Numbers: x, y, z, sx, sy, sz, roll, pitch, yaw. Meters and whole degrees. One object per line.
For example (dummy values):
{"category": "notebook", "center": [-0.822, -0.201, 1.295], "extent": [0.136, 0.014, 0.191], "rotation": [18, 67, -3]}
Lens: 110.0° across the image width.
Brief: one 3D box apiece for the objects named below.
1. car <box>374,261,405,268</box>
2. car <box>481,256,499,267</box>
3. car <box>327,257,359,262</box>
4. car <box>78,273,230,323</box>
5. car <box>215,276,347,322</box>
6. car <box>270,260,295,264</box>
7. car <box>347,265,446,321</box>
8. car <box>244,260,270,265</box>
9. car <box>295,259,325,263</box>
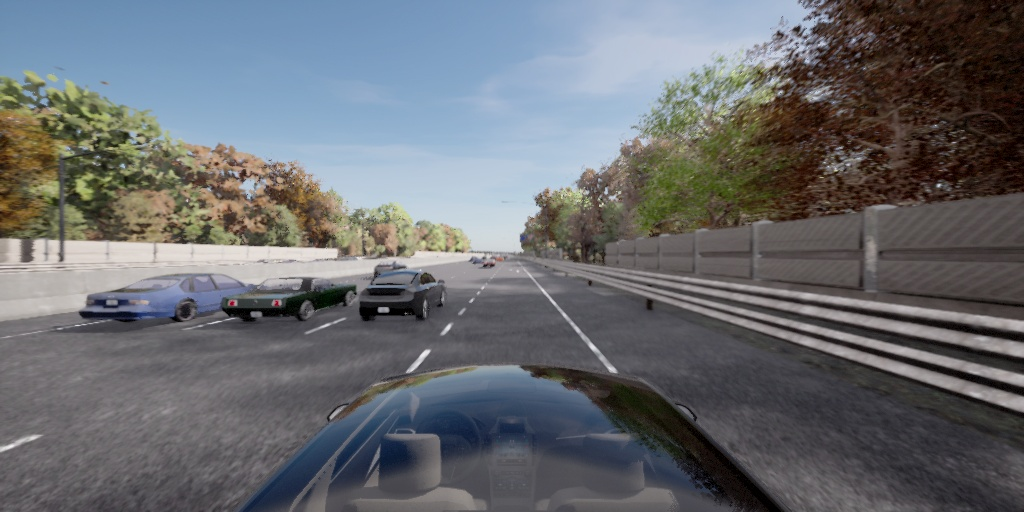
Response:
{"category": "car", "center": [-10.511, 1.133, 31.525], "extent": [2.128, 1.511, 4.902], "rotation": [0, 0, 0]}
{"category": "car", "center": [-3.519, 1.151, 57.631], "extent": [1.895, 1.301, 4.718], "rotation": [0, 0, 0]}
{"category": "car", "center": [-21.065, 0.941, 45.700], "extent": [2.097, 1.767, 4.553], "rotation": [0, 0, 0]}
{"category": "car", "center": [-10.503, 1.259, 11.924], "extent": [2.033, 1.411, 5.357], "rotation": [0, 0, 0]}
{"category": "car", "center": [-7.002, 1.312, 12.050], "extent": [1.895, 1.301, 4.718], "rotation": [0, 0, 0]}
{"category": "car", "center": [-28.056, 1.152, 45.673], "extent": [1.994, 1.385, 4.181], "rotation": [0, 0, 1]}
{"category": "car", "center": [-3.508, 1.218, 12.214], "extent": [1.837, 1.490, 4.892], "rotation": [0, 0, 0]}
{"category": "car", "center": [-31.549, 1.189, 45.444], "extent": [1.895, 1.301, 4.718], "rotation": [0, 0, 1]}
{"category": "car", "center": [-24.552, 1.136, 45.522], "extent": [2.033, 1.411, 5.357], "rotation": [0, 0, 1]}
